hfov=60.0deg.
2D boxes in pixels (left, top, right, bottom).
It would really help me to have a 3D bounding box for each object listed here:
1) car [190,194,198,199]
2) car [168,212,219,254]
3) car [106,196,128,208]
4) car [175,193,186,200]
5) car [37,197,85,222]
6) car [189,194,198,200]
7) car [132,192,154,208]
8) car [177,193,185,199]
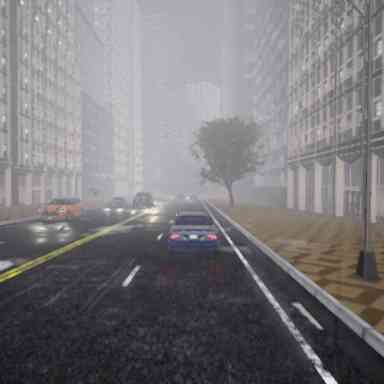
[{"bbox_3d":[0.469,1.110,87.126,1.895,1.301,4.718,0,0,0],"label":"car"},{"bbox_3d":[0.061,1.487,13.252,2.033,1.411,5.357,0,0,0],"label":"car"},{"bbox_3d":[-9.527,1.299,42.883,1.812,1.442,4.674,0,0,0],"label":"car"},{"bbox_3d":[-2.837,1.137,76.917,1.837,1.490,4.892,0,0,0],"label":"car"},{"bbox_3d":[-9.680,1.200,24.949,2.097,1.767,4.553,0,0,1],"label":"car"},{"bbox_3d":[0.415,1.209,77.242,1.994,1.385,4.181,0,0,0],"label":"car"},{"bbox_3d":[-6.273,0.999,43.030,2.150,2.045,5.566,0,0,0],"label":"car"},{"bbox_3d":[-2.781,1.005,87.111,1.837,1.490,4.892,0,0,0],"label":"car"}]
